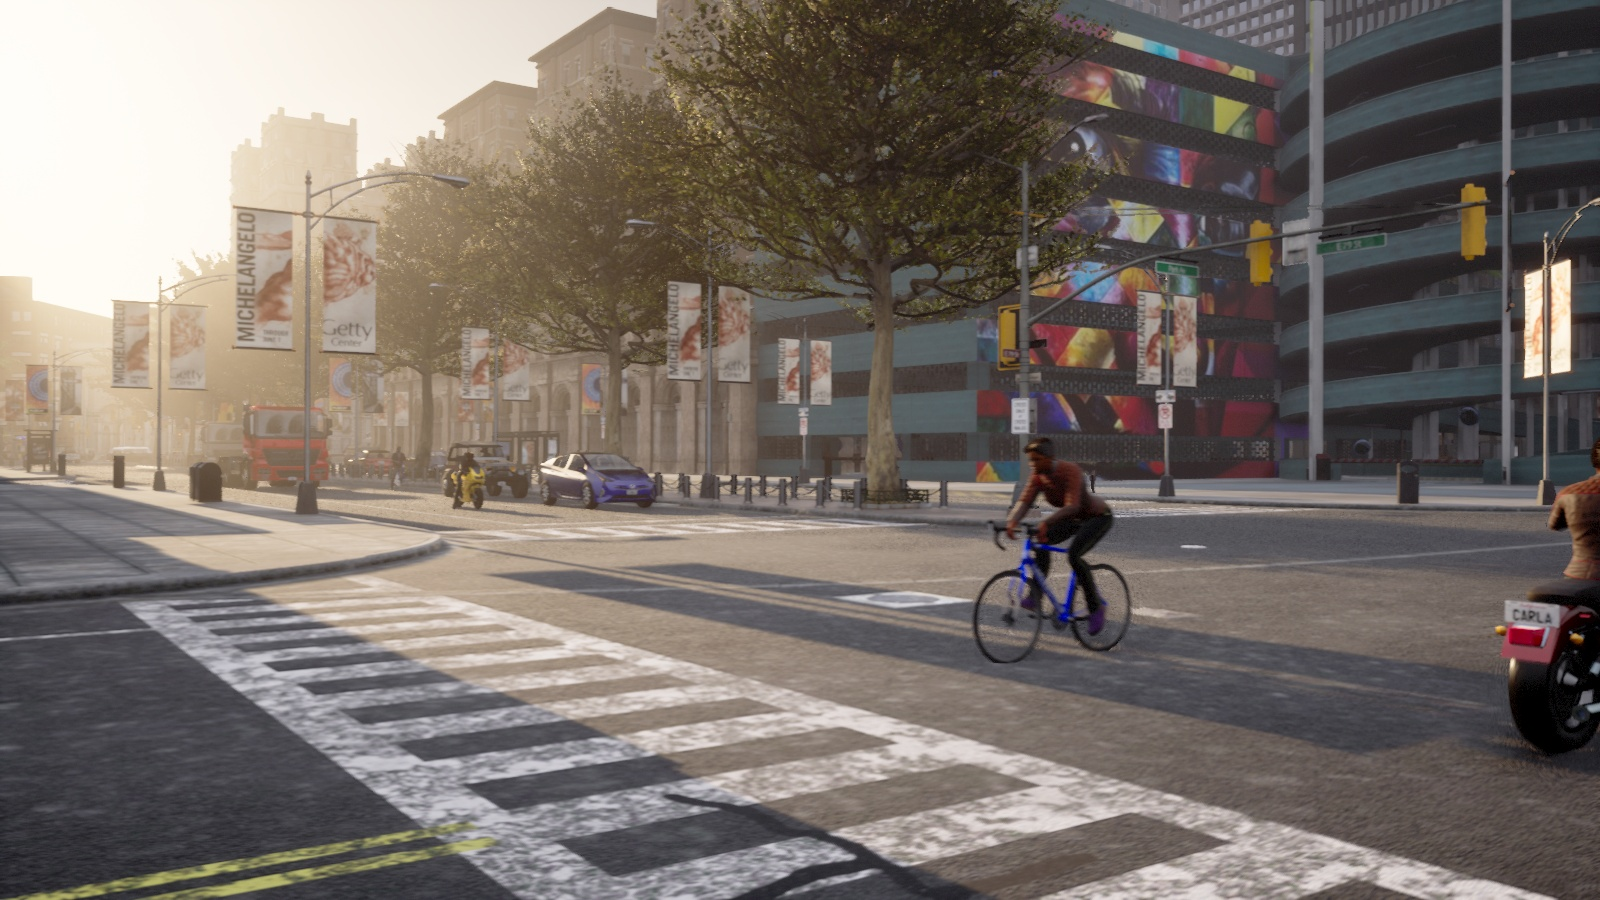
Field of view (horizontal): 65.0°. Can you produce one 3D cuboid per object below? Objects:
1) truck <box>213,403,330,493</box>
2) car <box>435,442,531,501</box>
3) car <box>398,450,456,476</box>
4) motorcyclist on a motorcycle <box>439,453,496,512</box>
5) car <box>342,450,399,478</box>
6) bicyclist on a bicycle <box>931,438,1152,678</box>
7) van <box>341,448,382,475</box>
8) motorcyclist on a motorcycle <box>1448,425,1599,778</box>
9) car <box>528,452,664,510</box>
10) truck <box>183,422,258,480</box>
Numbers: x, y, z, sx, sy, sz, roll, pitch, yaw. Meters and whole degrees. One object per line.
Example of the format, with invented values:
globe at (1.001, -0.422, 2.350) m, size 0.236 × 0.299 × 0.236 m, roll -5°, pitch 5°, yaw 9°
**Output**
truck at (-22.140, -0.047, 52.323) m, size 2.891 × 3.462 × 7.936 m, roll 0°, pitch 0°, yaw -35°
car at (-10.658, 0.687, 42.065) m, size 1.905 × 1.878 × 3.866 m, roll 0°, pitch 0°, yaw -34°
car at (-24.224, 0.810, 81.394) m, size 2.152 × 1.651 × 5.027 m, roll 0°, pitch 0°, yaw -35°
motorcyclist on a motorcycle at (-8.849, 0.843, 33.389) m, size 0.797 × 1.523 × 2.044 m, roll 0°, pitch 0°, yaw -35°
car at (-27.286, 0.873, 79.664) m, size 2.242 × 1.667 × 4.611 m, roll 0°, pitch 0°, yaw -35°
bicyclist on a bicycle at (1.786, 0.725, 9.166) m, size 1.656 × 1.620 × 0.582 m, roll 0°, pitch 0°, yaw -35°
van at (-32.625, 0.831, 93.361) m, size 1.775 × 1.987 × 4.442 m, roll 0°, pitch 0°, yaw -35°
motorcyclist on a motorcycle at (4.508, 0.712, 6.797) m, size 2.350 × 1.649 × 0.766 m, roll 0°, pitch 0°, yaw -35°
car at (-5.782, 0.810, 35.197) m, size 2.007 × 1.525 × 4.514 m, roll 0°, pitch 0°, yaw -35°
truck at (-36.440, 0.051, 78.782) m, size 2.891 × 3.462 × 7.936 m, roll 0°, pitch 0°, yaw -35°
